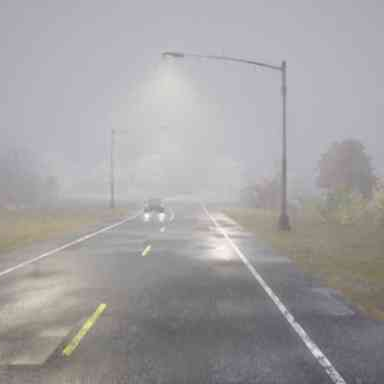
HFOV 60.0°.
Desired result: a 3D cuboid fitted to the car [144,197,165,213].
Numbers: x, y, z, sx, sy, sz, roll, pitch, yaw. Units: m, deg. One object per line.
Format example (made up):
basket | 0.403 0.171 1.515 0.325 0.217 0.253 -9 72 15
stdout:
car | -4.076 1.372 36.568 2.097 1.767 4.553 0 0 -4
